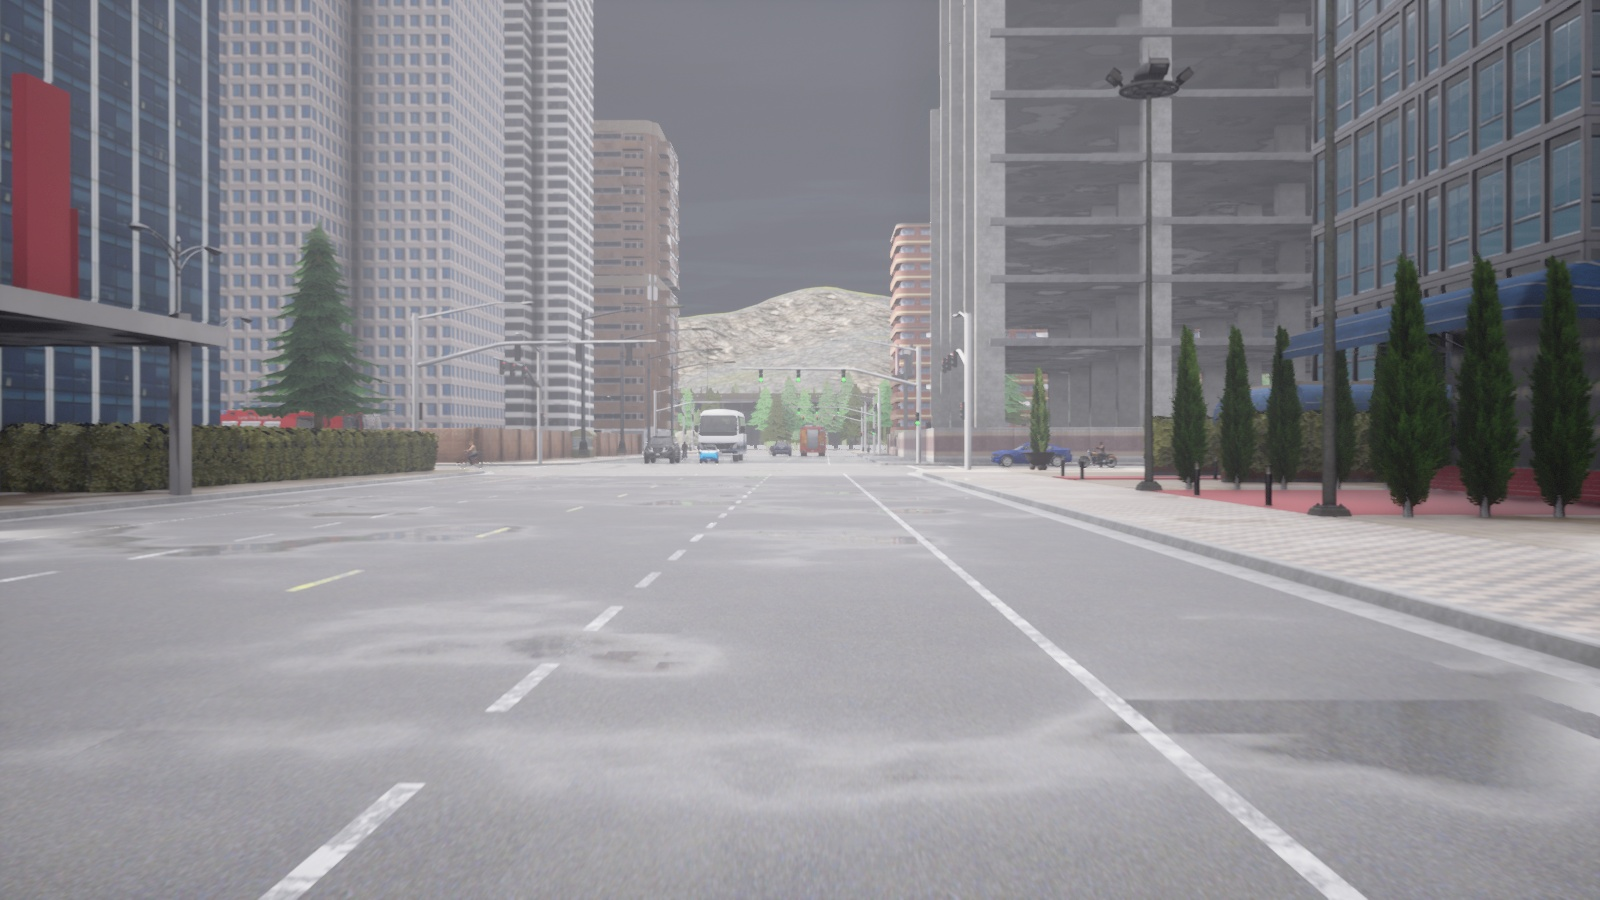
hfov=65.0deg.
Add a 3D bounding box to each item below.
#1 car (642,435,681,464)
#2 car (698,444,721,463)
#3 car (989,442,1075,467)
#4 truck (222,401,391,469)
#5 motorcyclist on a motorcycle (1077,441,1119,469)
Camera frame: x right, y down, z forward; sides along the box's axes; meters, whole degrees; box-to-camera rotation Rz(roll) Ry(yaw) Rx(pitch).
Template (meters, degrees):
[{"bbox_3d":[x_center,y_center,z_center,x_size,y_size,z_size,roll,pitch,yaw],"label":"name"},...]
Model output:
[{"bbox_3d":[-10.120,-0.063,92.404,2.150,2.045,5.566,0,0,1],"label":"car"},{"bbox_3d":[-6.623,0.276,92.232,1.481,1.376,2.207,0,0,1],"label":"car"},{"bbox_3d":[14.349,0.297,77.877,5.008,1.535,1.882,0,0,1],"label":"car"},{"bbox_3d":[-27.975,-0.843,71.389,8.468,3.827,2.891,0,0,1],"label":"truck"},{"bbox_3d":[17.641,0.292,74.337,2.350,1.649,0.766,0,0,1],"label":"motorcyclist on a motorcycle"}]
